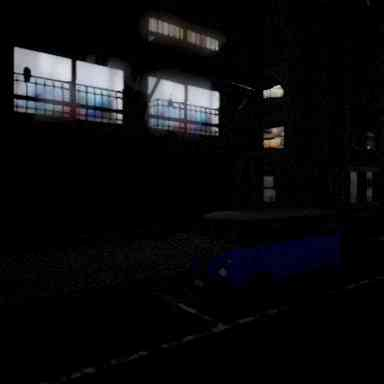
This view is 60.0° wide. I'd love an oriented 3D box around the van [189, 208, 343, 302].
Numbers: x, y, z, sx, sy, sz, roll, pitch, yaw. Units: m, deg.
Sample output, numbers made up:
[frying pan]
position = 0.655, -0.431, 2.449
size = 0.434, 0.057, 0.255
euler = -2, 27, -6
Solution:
[van]
position = 1.852, 1.298, 7.868
size = 3.998, 1.788, 1.690
euler = -1, 1, -35
